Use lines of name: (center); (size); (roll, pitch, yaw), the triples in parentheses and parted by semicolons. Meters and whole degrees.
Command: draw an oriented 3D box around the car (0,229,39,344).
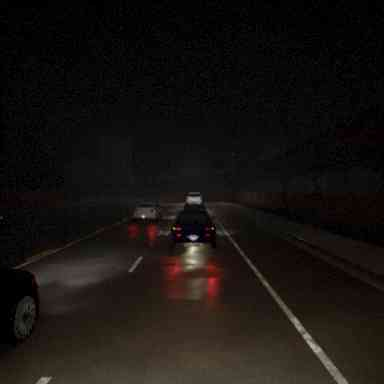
car: (-3.392, 1.475, 3.480); (2.128, 1.511, 4.902); (0, 0, 0)

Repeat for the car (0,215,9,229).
car: (-10.538, 1.483, 15.081); (2.033, 1.411, 5.357); (0, 0, 0)

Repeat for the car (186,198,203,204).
car: (0.228, 1.500, 29.439); (1.895, 1.301, 4.718); (0, 0, 0)

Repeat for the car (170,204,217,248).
car: (0.059, 1.476, 14.393); (1.812, 1.442, 4.674); (0, 0, 0)

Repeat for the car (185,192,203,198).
car: (0.289, 1.064, 45.920); (2.150, 2.045, 5.566); (0, 0, 0)

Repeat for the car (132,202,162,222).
car: (-3.293, 1.436, 24.947); (1.812, 1.442, 4.674); (0, 0, 0)
